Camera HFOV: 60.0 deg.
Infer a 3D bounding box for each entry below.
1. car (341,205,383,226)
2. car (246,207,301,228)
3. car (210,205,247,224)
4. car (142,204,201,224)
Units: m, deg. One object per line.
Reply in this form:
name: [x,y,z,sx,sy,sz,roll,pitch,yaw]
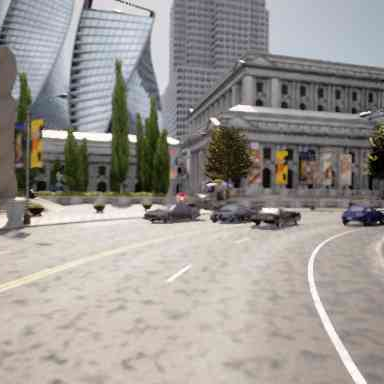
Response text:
car: [13.264,1.768,25.705,4.674,1.442,1.812,1,0,-39]
car: [6.093,1.751,23.787,1.895,1.301,4.718,1,0,40]
car: [3.254,1.688,26.091,1.994,1.385,4.181,0,0,42]
car: [-1.414,1.615,26.077,2.033,1.411,5.357,0,0,37]
